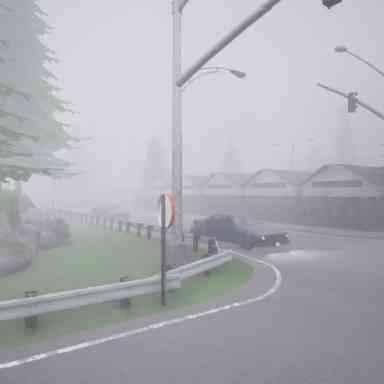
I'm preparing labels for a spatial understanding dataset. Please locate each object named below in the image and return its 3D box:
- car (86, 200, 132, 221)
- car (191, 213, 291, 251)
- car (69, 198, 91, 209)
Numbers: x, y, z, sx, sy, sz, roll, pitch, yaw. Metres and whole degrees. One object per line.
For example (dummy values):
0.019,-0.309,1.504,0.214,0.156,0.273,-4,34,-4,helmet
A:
-7.113,1.739,28.964,2.033,1.411,5.357,0,0,-35,car
2.024,1.739,15.738,2.033,1.411,5.357,0,0,-34,car
-16.340,1.685,49.536,1.837,1.490,4.892,0,-1,14,car
